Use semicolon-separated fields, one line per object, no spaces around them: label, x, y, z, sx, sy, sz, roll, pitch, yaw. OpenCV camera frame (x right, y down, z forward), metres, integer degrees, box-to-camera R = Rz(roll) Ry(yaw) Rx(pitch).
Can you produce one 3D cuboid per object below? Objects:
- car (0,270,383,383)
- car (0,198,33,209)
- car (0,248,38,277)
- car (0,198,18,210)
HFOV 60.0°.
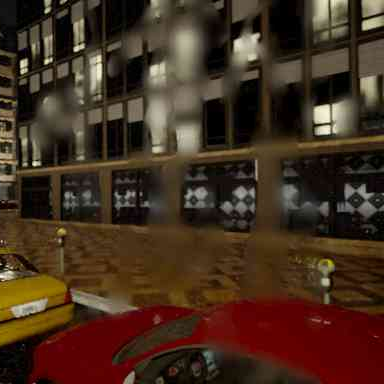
car;0.541;1.541;2.506;4.507;1.381;1.887;0;-1;36
car;-24.030;1.523;44.706;1.947;1.339;4.313;-1;-1;35
car;-4.026;1.496;5.763;4.829;1.417;1.752;0;-1;36
car;-20.399;1.402;35.344;1.802;1.307;4.206;-1;-1;35
